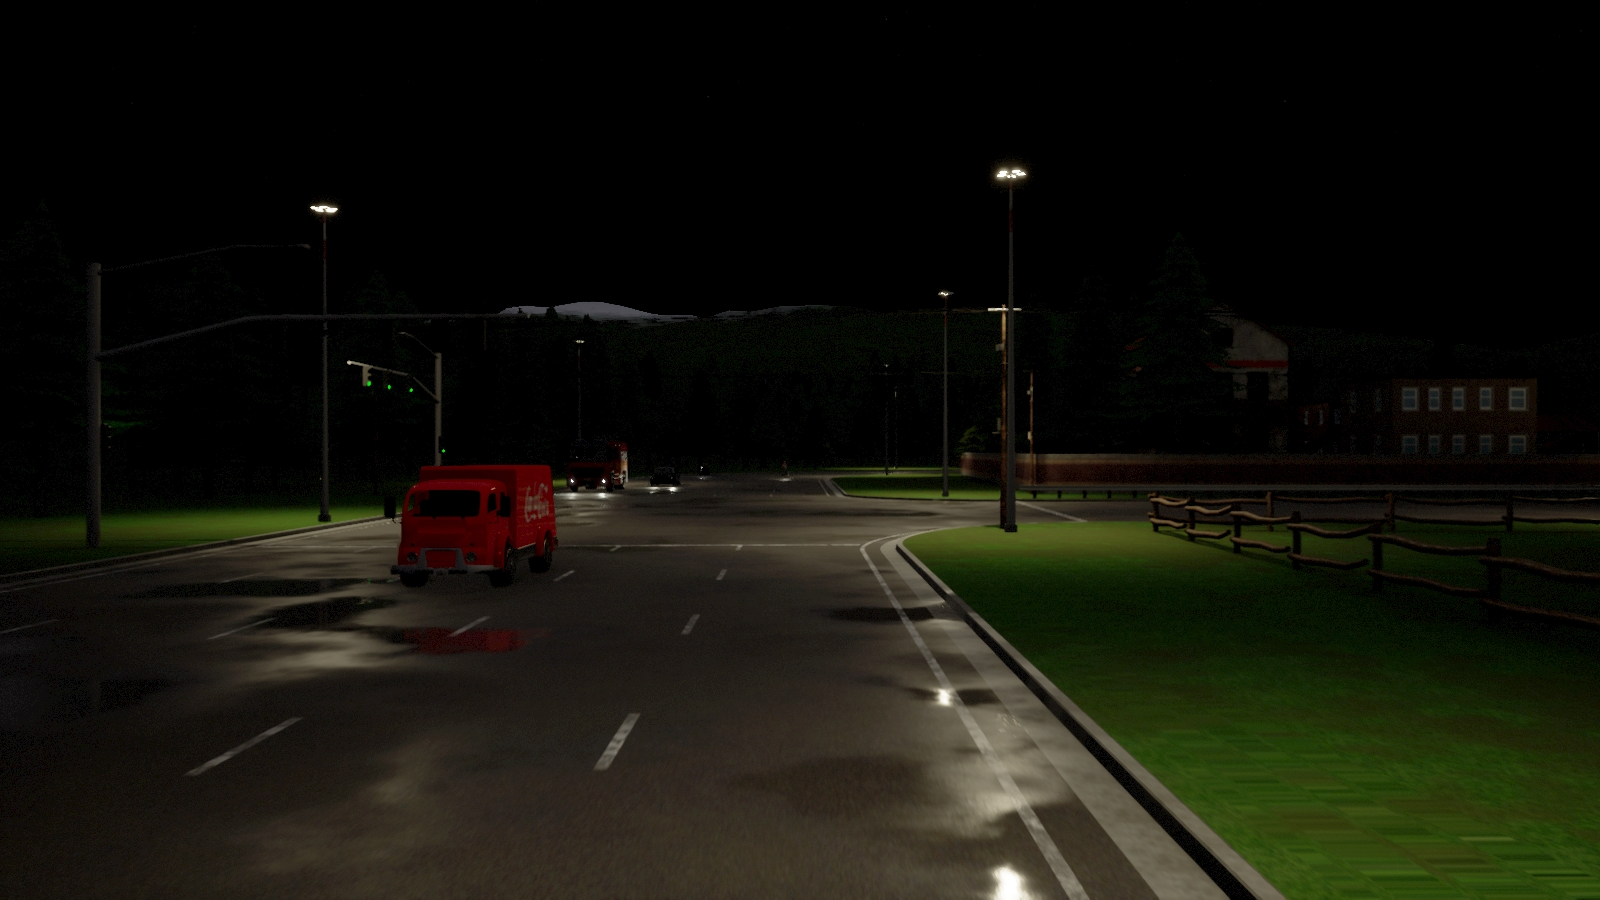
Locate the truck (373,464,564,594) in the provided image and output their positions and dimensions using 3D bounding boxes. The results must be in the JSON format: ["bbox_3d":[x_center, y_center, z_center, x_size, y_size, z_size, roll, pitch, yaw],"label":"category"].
[{"bbox_3d":[-7.006,1.567,24.885,2.627,2.467,5.204,0,0,0],"label":"truck"}]
